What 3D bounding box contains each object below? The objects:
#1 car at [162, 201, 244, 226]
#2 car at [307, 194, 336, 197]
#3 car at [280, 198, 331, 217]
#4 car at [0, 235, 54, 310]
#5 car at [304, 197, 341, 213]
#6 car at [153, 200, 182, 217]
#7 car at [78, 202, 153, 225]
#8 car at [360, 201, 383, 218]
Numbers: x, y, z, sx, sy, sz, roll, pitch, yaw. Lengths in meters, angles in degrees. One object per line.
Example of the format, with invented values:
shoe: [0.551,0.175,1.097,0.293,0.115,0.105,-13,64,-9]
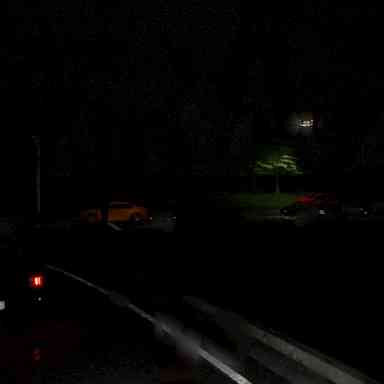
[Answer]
car: [0.971,1.546,23.260,5.357,1.411,2.033,0,0,-22]
car: [15.115,1.218,40.377,5.566,2.045,2.150,0,0,-22]
car: [10.305,1.562,30.853,4.181,1.385,1.994,0,0,-22]
car: [-4.683,1.601,7.153,1.895,1.301,4.718,0,0,-41]
car: [14.049,1.524,36.147,4.674,1.442,1.812,0,0,-22]
car: [-2.625,1.599,29.353,4.718,1.301,1.895,0,0,-22]
car: [-5.705,1.476,24.312,5.008,1.535,1.882,0,0,-22]
car: [17.345,1.524,29.932,4.674,1.442,1.812,0,0,-22]
